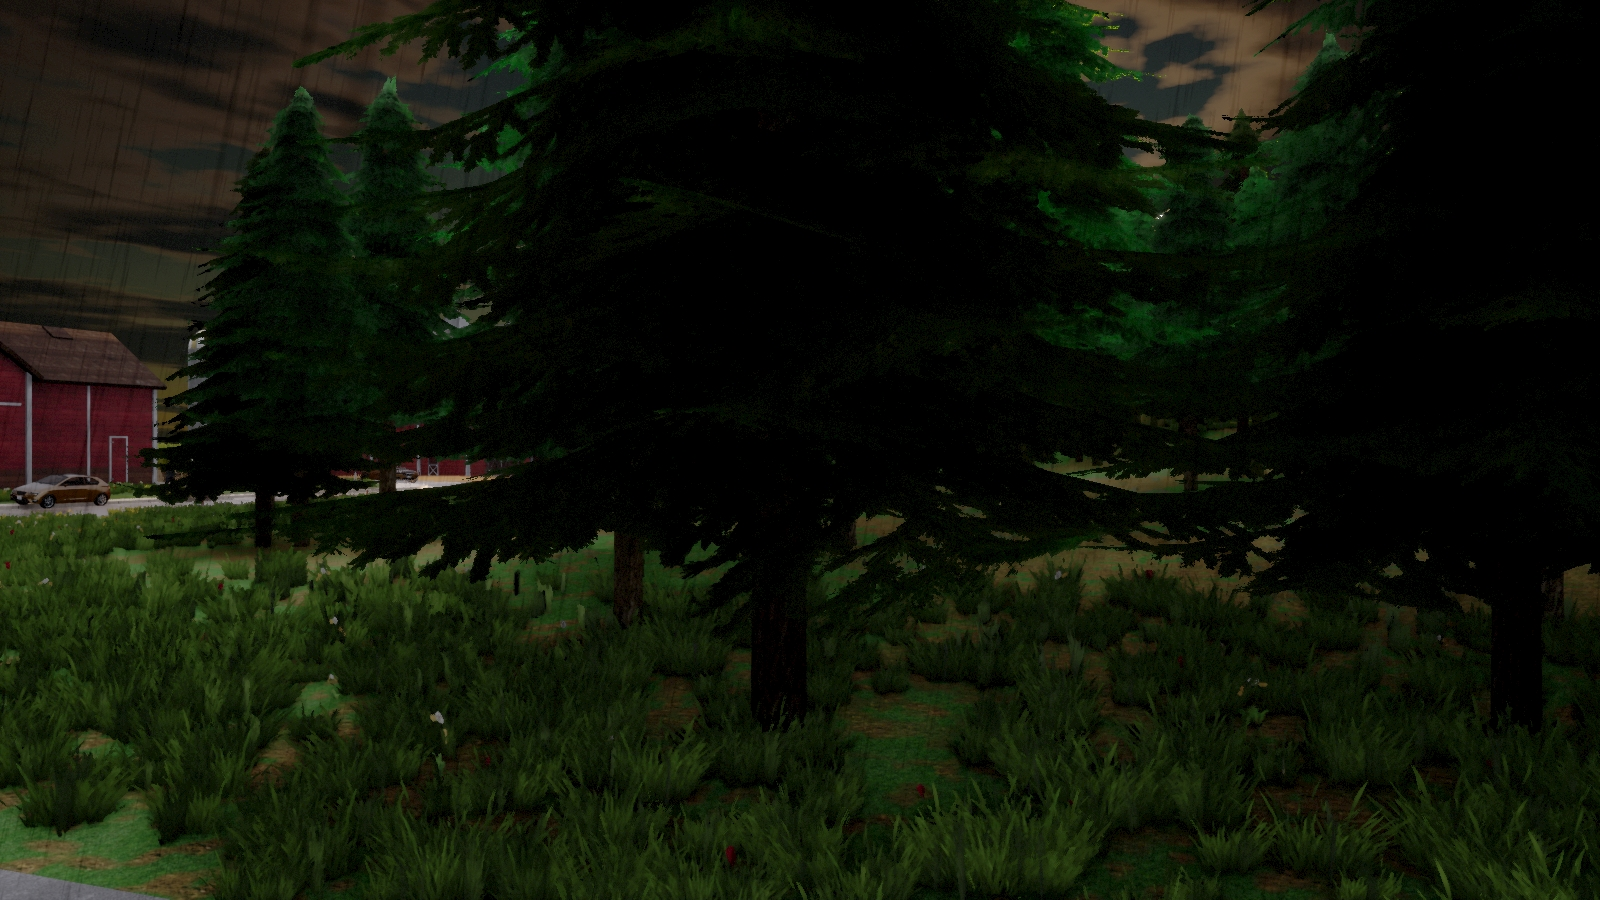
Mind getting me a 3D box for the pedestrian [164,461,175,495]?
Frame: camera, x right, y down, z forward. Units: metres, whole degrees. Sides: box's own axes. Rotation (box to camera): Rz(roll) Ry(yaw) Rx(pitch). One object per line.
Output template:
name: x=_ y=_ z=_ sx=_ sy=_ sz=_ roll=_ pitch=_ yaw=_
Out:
pedestrian: x=-34.634 y=1.547 z=62.760 sx=0.375 sy=1.860 sz=0.375 roll=0 pitch=0 yaw=5
